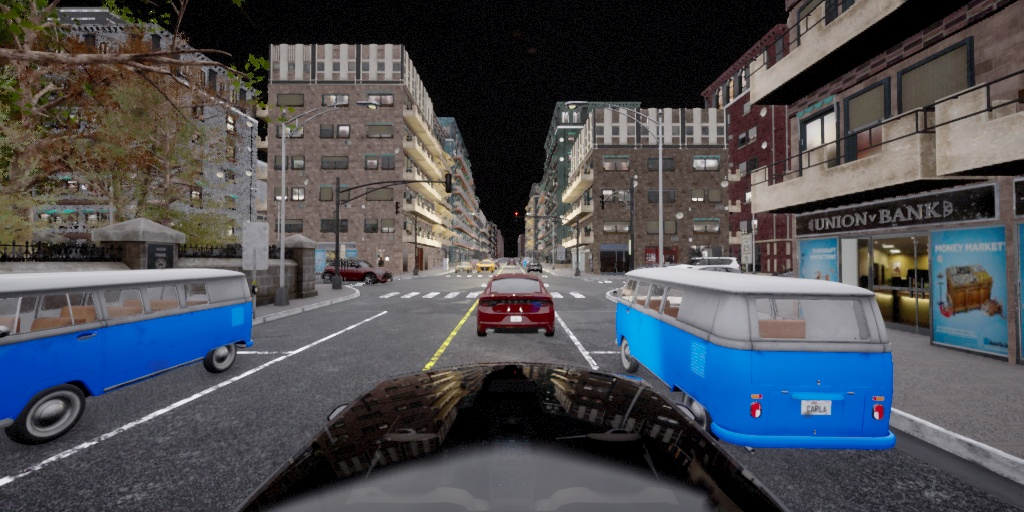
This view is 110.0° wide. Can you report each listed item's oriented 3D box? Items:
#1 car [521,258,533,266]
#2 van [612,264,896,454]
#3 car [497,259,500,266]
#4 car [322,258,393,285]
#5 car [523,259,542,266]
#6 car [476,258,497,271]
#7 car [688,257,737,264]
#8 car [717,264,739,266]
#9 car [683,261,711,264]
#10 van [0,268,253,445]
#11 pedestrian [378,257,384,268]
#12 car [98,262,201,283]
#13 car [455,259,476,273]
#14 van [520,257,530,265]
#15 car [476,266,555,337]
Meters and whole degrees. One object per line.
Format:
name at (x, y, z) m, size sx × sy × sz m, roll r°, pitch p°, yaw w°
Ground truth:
car at (2.658, 1.317, 48.582) m, size 2.007 × 1.370 × 4.403 m, roll 0°, pitch 0°, yaw 0°
van at (2.656, 1.092, 4.992) m, size 1.690 × 1.789 × 3.998 m, roll 0°, pitch 0°, yaw 0°
car at (-3.134, 1.316, 53.588) m, size 2.033 × 1.411 × 5.357 m, roll 0°, pitch 0°, yaw 0°
car at (-10.739, 1.049, 25.146) m, size 4.553 × 1.767 × 2.097 m, roll 1°, pitch 0°, yaw 8°
car at (2.662, 1.330, 42.939) m, size 1.948 × 1.339 × 4.313 m, roll 0°, pitch 0°, yaw 0°
car at (-3.132, 1.242, 43.627) m, size 1.882 × 1.535 × 5.008 m, roll 0°, pitch 0°, yaw 0°
car at (15.082, 1.101, 28.507) m, size 5.566 × 2.045 × 2.150 m, roll 0°, pitch -1°, yaw 2°
car at (13.519, 1.333, 22.735) m, size 4.313 × 1.339 × 1.948 m, roll 0°, pitch 0°, yaw 1°
car at (10.888, 1.290, 25.363) m, size 4.902 × 1.511 × 2.128 m, roll 0°, pitch -1°, yaw 1°
van at (-5.658, 1.092, 4.988) m, size 1.690 × 1.789 × 3.998 m, roll 0°, pitch 0°, yaw 0°
pedestrian at (-12.563, 0.967, 34.370) m, size 0.375 × 1.860 × 0.375 m, roll 0°, pitch -1°, yaw 1°
car at (-25.933, 1.144, 25.777) m, size 5.357 × 1.411 × 2.033 m, roll 0°, pitch -1°, yaw 1°
car at (-5.719, 1.289, 42.763) m, size 1.751 × 1.417 × 4.829 m, roll 0°, pitch 0°, yaw 0°
van at (2.650, 1.112, 59.866) m, size 1.690 × 1.789 × 3.998 m, roll 0°, pitch 0°, yaw 0°
car at (0.092, 1.230, 10.352) m, size 1.882 × 1.535 × 5.008 m, roll 0°, pitch 0°, yaw 0°
